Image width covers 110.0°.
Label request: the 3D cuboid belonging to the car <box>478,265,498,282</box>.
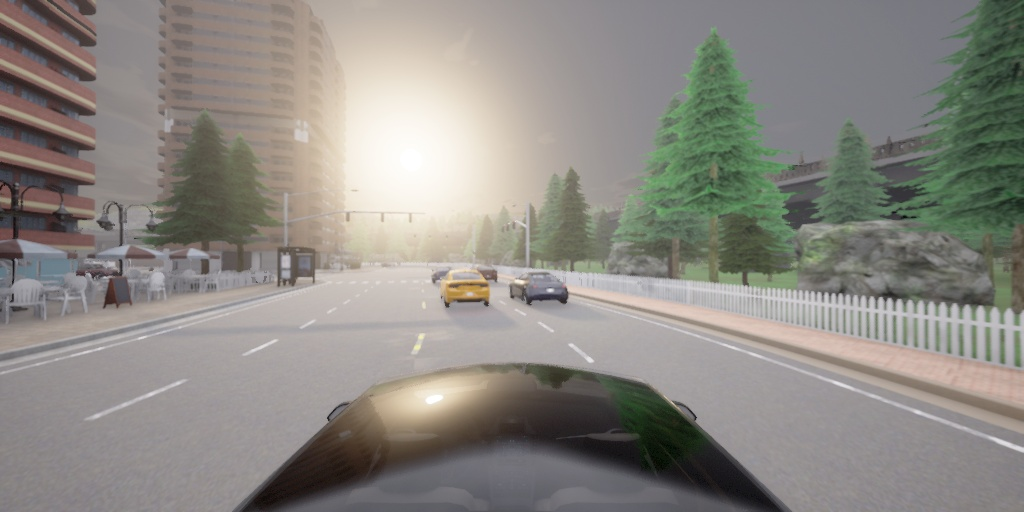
[{"bbox_3d":[-2.572,1.524,32.011,1.882,1.535,5.008,0,0,-14],"label":"car"}]

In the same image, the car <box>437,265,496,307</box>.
[{"bbox_3d":[-2.276,1.375,16.621,1.882,1.535,5.008,0,0,-14],"label":"car"}]

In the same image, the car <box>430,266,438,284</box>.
[{"bbox_3d":[-5.948,1.569,31.078,1.812,1.442,4.674,0,0,-14],"label":"car"}]

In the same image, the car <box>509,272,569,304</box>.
[{"bbox_3d":[1.160,1.462,17.307,1.994,1.385,4.181,0,-1,-14],"label":"car"}]

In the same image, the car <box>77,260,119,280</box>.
[{"bbox_3d":[-43.460,1.572,37.045,4.553,1.767,2.097,0,-1,-14],"label":"car"}]
